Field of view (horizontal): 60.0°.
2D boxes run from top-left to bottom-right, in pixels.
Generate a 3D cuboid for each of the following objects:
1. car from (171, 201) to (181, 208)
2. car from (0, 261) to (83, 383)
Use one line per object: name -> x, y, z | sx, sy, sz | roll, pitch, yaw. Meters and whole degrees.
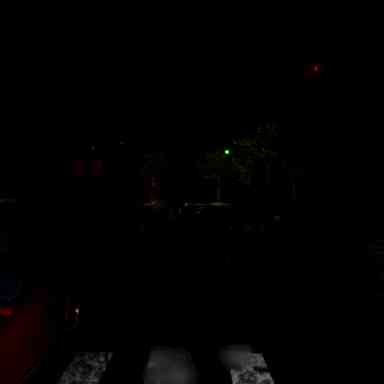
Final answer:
car -> -3.124, 2.425, 66.505 | 1.895, 1.301, 4.718 | 0, -1, 0
car -> -2.771, 1.571, 3.772 | 1.994, 1.385, 4.181 | 0, 1, 0
